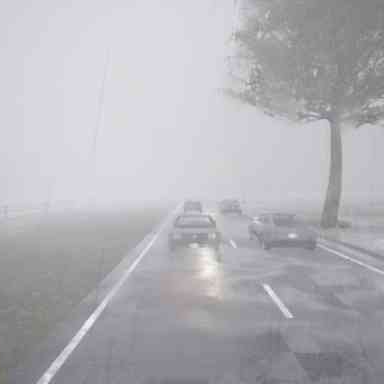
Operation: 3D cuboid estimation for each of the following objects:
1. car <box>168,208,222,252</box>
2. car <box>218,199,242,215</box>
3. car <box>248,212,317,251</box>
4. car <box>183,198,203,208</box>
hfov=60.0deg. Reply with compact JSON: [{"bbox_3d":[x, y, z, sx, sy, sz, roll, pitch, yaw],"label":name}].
[{"bbox_3d":[0.093,1.559,13.708,1.895,1.301,4.718,0,0,0],"label":"car"},{"bbox_3d":[3.589,1.392,31.809,2.033,1.411,5.357,0,0,0],"label":"car"},{"bbox_3d":[3.597,1.522,13.845,1.994,1.385,4.181,0,0,0],"label":"car"},{"bbox_3d":[0.087,1.318,33.976,2.128,1.511,4.902,0,0,0],"label":"car"}]
